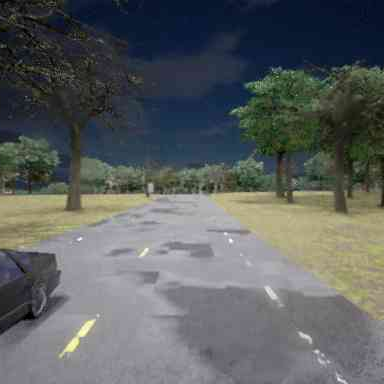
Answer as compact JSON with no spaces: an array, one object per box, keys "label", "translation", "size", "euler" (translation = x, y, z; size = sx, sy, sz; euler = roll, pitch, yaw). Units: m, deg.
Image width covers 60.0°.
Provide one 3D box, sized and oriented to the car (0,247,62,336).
[{"label":"car","translation":[-3.598,1.546,4.574],"size":[2.033,1.411,5.357],"euler":[0,0,0]}]
